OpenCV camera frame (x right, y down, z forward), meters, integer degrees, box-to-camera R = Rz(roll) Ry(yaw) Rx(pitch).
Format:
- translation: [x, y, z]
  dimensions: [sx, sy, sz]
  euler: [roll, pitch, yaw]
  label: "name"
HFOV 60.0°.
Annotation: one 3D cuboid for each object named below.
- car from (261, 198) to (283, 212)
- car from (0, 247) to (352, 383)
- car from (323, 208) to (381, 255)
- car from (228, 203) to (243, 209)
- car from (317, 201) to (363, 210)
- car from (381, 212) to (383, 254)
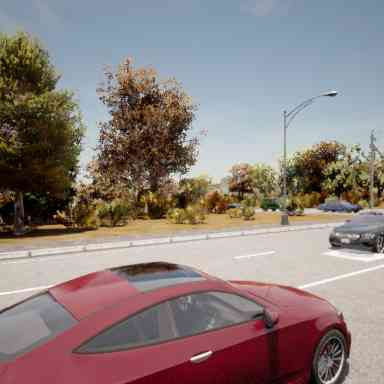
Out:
- translation: [12.626, 1.867, 49.328]
  dimensions: [2.150, 2.045, 5.566]
  euler: [0, -3, -32]
  label: "car"
- translation: [-0.202, 1.526, 3.600]
  dimensions: [4.674, 1.442, 1.812]
  euler: [0, 0, -35]
  label: "car"
- translation: [7.559, 1.546, 13.573]
  dimensions: [4.674, 1.442, 1.812]
  euler: [0, 0, -35]
  label: "car"
- translation: [7.240, 2.656, 57.952]
  dimensions: [2.128, 1.511, 4.902]
  euler: [0, -3, -32]
  label: "car"
- translation: [18.038, 1.815, 40.678]
  dimensions: [2.033, 1.411, 5.357]
  euler: [0, -2, -32]
  label: "car"
- translation: [7.833, 1.235, 9.277]
  dimensions: [5.566, 2.045, 2.150]
  euler: [0, 0, -35]
  label: "car"
